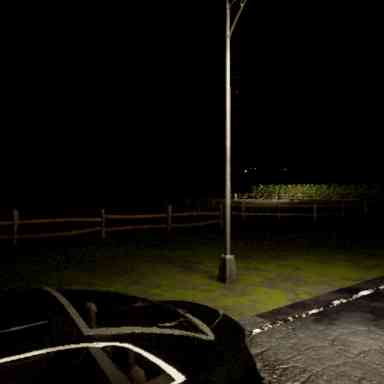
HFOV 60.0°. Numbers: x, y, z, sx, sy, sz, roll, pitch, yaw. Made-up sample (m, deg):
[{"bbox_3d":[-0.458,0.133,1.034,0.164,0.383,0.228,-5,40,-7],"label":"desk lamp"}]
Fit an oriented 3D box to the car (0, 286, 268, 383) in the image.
[{"bbox_3d":[-1.682,1.507,1.863,4.892,1.490,1.837,0,0,-36],"label":"car"}]
